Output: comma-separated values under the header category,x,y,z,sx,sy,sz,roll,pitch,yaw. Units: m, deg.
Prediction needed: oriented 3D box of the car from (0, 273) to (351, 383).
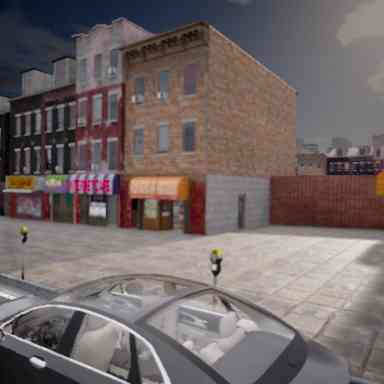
category,x,y,z,sx,sy,sz,roll,pitch,yaw
car,-0.769,1.547,3.335,4.403,1.369,2.008,0,1,35
